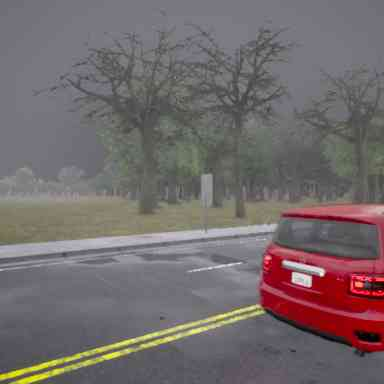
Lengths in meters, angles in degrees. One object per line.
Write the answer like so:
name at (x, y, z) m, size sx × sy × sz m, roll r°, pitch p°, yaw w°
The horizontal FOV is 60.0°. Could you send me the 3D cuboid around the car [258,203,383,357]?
car at (3.641, 1.222, 5.913) m, size 5.566 × 2.045 × 2.150 m, roll -1°, pitch 0°, yaw -35°
